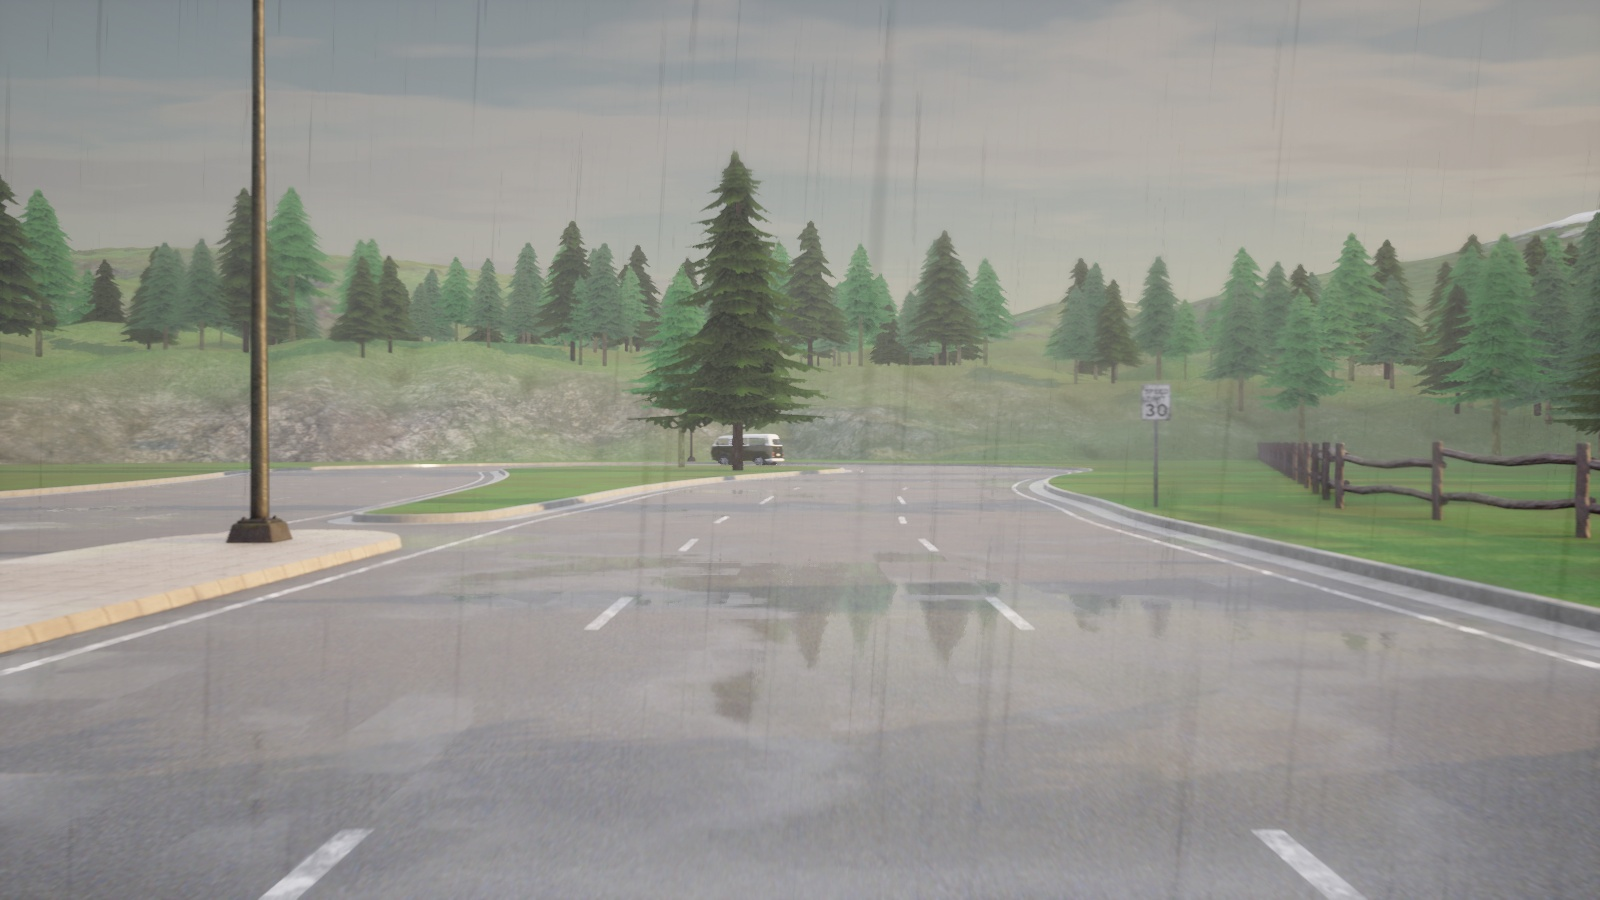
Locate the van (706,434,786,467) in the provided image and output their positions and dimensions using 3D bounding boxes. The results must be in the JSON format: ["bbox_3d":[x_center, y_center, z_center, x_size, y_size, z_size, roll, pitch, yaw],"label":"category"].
[{"bbox_3d":[-3.366,0.029,77.656,4.480,2.038,2.069,0,0,24],"label":"van"}]
